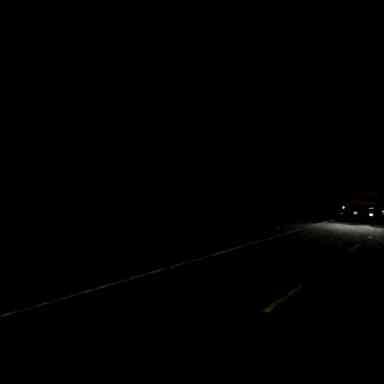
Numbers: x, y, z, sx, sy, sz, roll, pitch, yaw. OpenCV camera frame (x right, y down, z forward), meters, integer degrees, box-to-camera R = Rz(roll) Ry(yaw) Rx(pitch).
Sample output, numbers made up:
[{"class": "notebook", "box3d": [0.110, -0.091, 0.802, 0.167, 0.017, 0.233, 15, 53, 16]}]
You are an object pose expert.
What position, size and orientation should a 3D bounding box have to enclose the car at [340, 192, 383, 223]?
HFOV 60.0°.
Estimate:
[{"class": "car", "box3d": [12.637, 1.040, 24.603, 2.150, 2.045, 5.566, 1, 1, 36]}]
